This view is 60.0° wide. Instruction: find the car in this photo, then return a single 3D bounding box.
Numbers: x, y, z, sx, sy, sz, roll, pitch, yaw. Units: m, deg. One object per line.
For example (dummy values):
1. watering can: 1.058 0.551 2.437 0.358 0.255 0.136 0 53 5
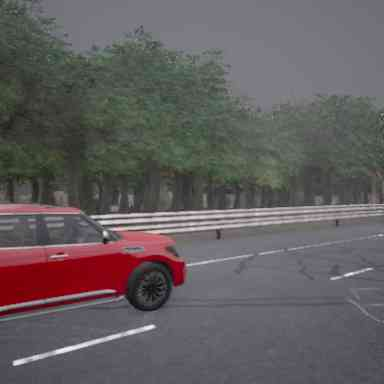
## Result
1. car: -2.784 1.223 6.062 5.566 2.045 2.150 0 0 -35
